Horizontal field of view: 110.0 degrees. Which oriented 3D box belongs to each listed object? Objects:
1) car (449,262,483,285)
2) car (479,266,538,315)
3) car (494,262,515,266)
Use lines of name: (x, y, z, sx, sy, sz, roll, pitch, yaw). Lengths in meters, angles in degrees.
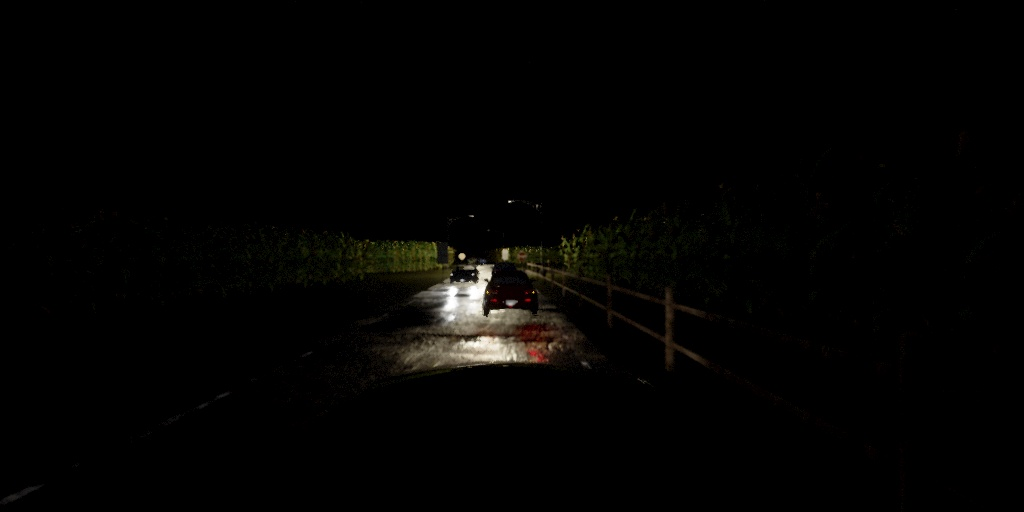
car: (-3.430, 1.324, 26.391, 1.895, 1.301, 4.718, 0, 0, -2)
car: (-0.084, 1.259, 13.289, 1.812, 1.442, 4.674, 0, 0, -1)
car: (-0.578, 1.198, 26.678, 1.882, 1.535, 5.008, 0, 0, -3)
